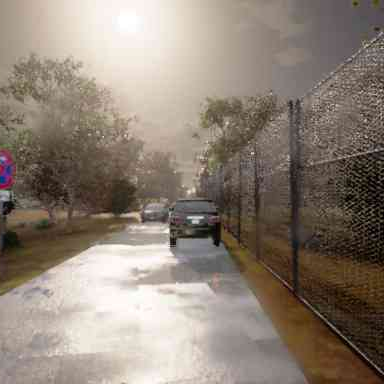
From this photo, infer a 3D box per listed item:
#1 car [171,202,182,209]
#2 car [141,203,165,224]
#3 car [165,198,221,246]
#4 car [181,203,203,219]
[{"bbox_3d":[-3.122,2.691,67.153,2.033,1.411,5.357,0,-2,0],"label":"car"},{"bbox_3d":[-2.918,1.690,26.625,1.837,1.490,4.892,0,-1,0],"label":"car"},{"bbox_3d":[0.105,1.283,15.713,2.150,2.045,5.566,0,-1,-1],"label":"car"},{"bbox_3d":[-0.001,1.849,33.141,1.994,1.385,4.181,0,-1,0],"label":"car"}]
